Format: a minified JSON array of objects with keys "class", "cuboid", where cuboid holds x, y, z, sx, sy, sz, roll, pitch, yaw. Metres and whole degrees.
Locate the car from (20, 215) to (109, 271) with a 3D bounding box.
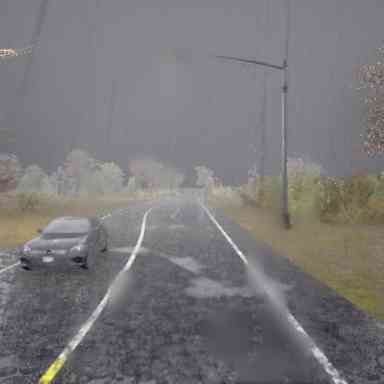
[{"class":"car","cuboid":[-3.960,1.522,11.118,1.812,1.442,4.674,0,0,-4]}]
